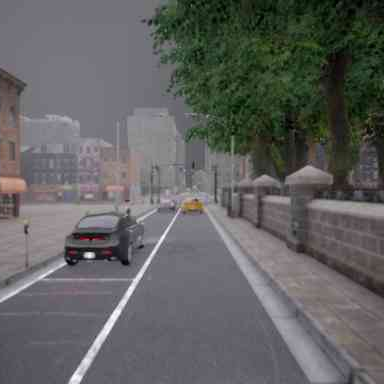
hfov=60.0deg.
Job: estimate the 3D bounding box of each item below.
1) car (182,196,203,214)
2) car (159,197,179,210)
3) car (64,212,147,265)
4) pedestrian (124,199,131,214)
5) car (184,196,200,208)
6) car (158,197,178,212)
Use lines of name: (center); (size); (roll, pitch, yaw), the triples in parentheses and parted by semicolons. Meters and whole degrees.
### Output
car: (0.080, 1.256, 32.615); (1.882, 1.535, 5.008); (0, 0, 0)
car: (-2.621, 1.303, 38.681); (1.947, 1.339, 4.313); (0, 0, 0)
car: (-2.745, 1.428, 11.318); (1.837, 1.490, 4.892); (0, 0, 0)
pedestrian: (-2.744, 1.196, 14.263); (0.375, 1.860, 0.375); (0, 0, 0)
car: (0.022, 1.254, 43.104); (2.033, 1.411, 5.357); (0, 0, 0)
car: (-2.623, 1.344, 35.018); (1.802, 1.307, 4.206); (0, 0, 0)
